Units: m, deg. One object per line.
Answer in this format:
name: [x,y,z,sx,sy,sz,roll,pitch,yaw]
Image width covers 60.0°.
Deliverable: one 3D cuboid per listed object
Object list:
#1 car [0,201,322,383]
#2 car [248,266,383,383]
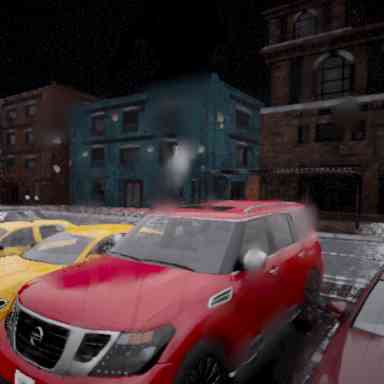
car: [0.262,1.195,4.938,2.435,2.045,5.566,1,1,36]
car: [2.533,1.515,3.334,2.002,1.452,4.674,1,1,36]
